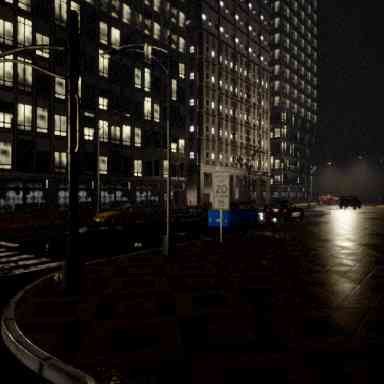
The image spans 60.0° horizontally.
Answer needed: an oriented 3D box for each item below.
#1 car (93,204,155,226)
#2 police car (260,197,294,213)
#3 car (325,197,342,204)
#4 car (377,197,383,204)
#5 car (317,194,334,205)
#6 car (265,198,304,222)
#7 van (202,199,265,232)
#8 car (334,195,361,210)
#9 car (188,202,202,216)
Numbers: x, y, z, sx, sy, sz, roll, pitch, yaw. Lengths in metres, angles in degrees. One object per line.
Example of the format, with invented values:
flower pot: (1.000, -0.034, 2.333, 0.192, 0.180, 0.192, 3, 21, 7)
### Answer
car: (-4.774, 1.540, 23.995, 1.752, 1.417, 4.829, 0, 0, 38)
police car: (9.967, 1.459, 38.689, 1.930, 1.638, 5.238, 0, 0, 38)
car: (28.530, 1.624, 66.953, 2.008, 1.369, 4.403, 0, 0, 38)
car: (38.167, 1.658, 66.543, 1.947, 1.339, 4.313, 0, 0, 38)
car: (25.132, 1.380, 62.548, 2.192, 1.841, 5.009, 0, 0, 38)
car: (7.581, 1.472, 26.897, 1.967, 1.590, 4.097, 0, 0, 38)
van: (2.612, 1.368, 20.273, 1.690, 1.788, 3.998, 0, 0, 38)
car: (21.175, 1.368, 44.518, 2.192, 1.841, 5.009, 0, 0, 38)
car: (1.342, 1.604, 31.711, 1.802, 1.307, 4.206, 0, 0, 38)
